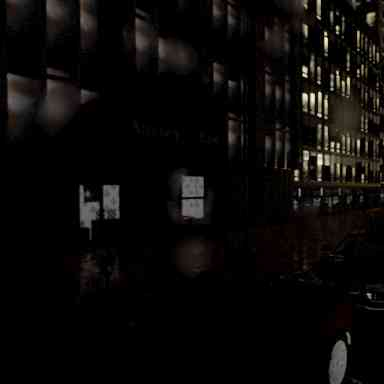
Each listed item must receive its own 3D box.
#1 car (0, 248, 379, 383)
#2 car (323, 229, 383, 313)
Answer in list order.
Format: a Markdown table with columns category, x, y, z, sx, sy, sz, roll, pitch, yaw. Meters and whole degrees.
| category | x | y | z | sx | sy | sz | roll | pitch | yaw |
| --- | --- | --- | --- | --- | --- | --- | --- | --- | --- |
| car | 0.120 | 1.544 | 3.396 | 4.507 | 1.381 | 1.887 | 0 | -1 | -45 |
| car | 4.154 | 1.546 | 7.399 | 4.403 | 1.369 | 2.008 | 0 | -1 | -45 |
